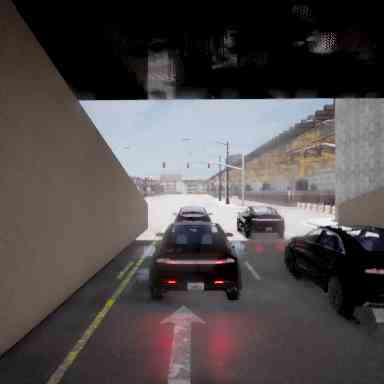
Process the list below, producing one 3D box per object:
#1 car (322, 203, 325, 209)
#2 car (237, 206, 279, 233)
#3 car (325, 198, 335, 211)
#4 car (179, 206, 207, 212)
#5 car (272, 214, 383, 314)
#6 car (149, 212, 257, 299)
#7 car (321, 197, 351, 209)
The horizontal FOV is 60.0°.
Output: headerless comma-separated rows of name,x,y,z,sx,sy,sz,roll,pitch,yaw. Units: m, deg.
car,17.405,1.451,40.116,2.038,1.542,4.974,0,0,45
car,3.539,1.491,17.721,2.128,1.511,4.902,0,0,0
car,17.316,1.451,35.509,2.038,1.542,4.974,0,0,-35
car,0.041,1.504,17.546,1.837,1.490,4.892,0,0,0
car,3.560,1.491,7.573,2.128,1.511,4.902,0,0,0
car,0.063,1.491,8.425,2.128,1.511,4.902,0,0,0
car,17.442,1.294,40.153,1.853,1.218,4.536,0,0,45
